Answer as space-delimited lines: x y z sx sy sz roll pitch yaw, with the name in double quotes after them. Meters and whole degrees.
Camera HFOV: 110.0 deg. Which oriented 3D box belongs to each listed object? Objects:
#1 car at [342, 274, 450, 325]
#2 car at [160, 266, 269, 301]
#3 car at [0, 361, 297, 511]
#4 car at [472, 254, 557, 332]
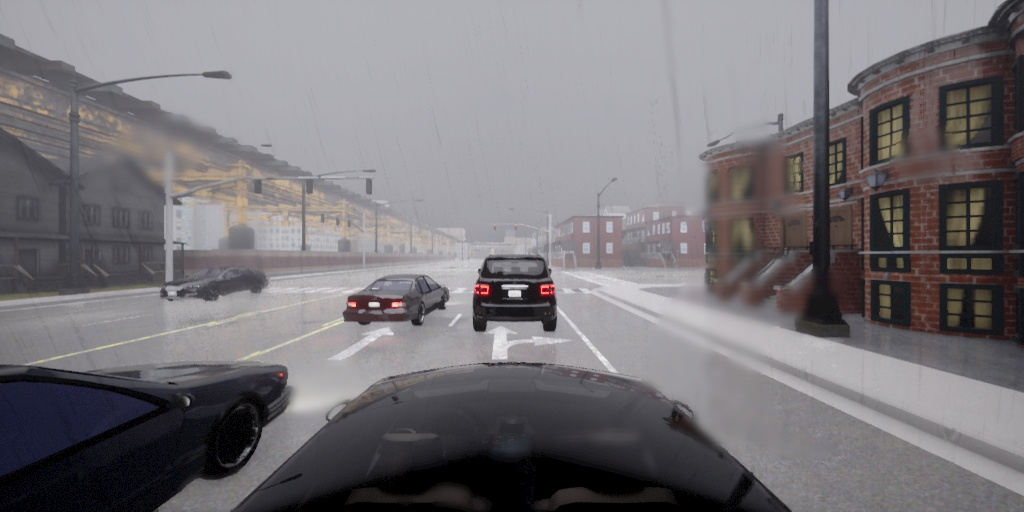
-3.441 1.296 11.728 2.033 1.411 5.357 0 0 2 "car"
-14.014 1.276 17.245 2.128 1.511 4.902 0 0 0 "car"
-3.388 1.297 1.656 2.033 1.411 5.357 0 0 -1 "car"
0.084 0.970 11.046 2.150 2.045 5.566 0 0 0 "car"
